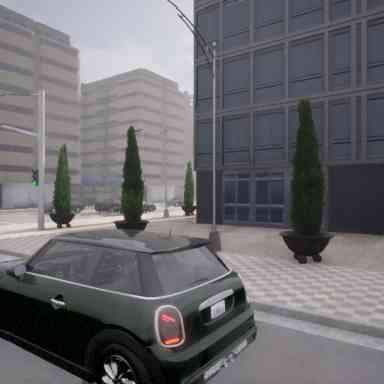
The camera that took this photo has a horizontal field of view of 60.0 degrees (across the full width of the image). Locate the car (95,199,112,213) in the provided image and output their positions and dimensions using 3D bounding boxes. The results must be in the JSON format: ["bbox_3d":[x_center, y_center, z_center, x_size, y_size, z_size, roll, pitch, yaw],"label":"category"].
[{"bbox_3d":[-8.530,1.533,37.363,1.882,1.535,5.008,0,0,35],"label":"car"}]

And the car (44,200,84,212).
[{"bbox_3d":[-14.052,1.560,35.953,1.837,1.490,4.892,0,0,35],"label":"car"}]

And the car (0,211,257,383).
[{"bbox_3d":[-1.433,1.352,5.015,4.553,1.767,2.097,0,0,35],"label":"car"}]

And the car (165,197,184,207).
[{"bbox_3d":[-2.208,1.560,52.712,1.837,1.490,4.892,0,0,35],"label":"car"}]

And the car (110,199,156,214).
[{"bbox_3d":[-5.918,1.656,35.004,1.895,1.301,4.718,0,0,35],"label":"car"}]

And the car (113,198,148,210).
[{"bbox_3d":[-8.157,1.581,44.293,1.812,1.442,4.674,0,0,35],"label":"car"}]
